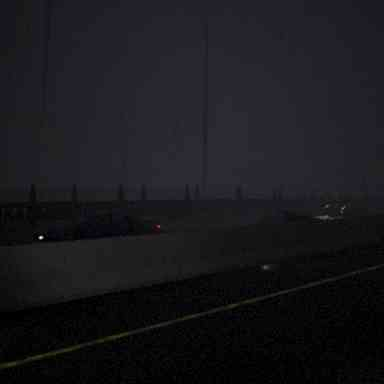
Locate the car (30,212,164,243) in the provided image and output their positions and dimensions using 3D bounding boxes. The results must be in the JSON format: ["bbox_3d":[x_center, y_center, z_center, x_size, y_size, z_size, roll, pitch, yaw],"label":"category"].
[{"bbox_3d":[-3.859,1.558,14.161,5.357,1.411,2.033,0,0,-36],"label":"car"}]

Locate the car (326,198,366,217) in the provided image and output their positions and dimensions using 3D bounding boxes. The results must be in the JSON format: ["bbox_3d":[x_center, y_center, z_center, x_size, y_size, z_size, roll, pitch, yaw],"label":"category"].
[{"bbox_3d":[15.045,1.416,32.632,4.553,1.767,2.097,0,0,-37],"label":"car"}]

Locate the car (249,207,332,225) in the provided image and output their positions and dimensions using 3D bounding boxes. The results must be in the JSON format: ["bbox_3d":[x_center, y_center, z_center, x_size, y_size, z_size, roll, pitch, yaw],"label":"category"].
[{"bbox_3d":[4.530,1.590,15.962,4.181,1.385,1.994,0,0,-36],"label":"car"}]
